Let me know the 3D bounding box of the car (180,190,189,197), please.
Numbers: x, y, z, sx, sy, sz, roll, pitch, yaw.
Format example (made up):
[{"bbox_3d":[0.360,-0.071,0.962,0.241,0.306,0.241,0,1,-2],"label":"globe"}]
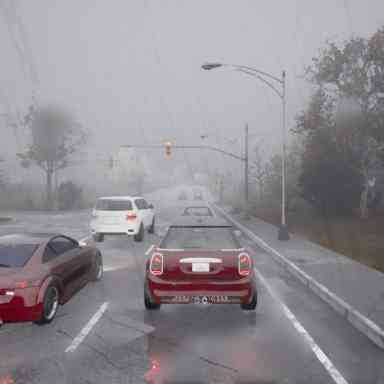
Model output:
[{"bbox_3d":[-1.915,0.354,85.556,2.033,1.411,5.357,0,3,1],"label":"car"}]

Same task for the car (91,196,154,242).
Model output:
[{"bbox_3d":[-3.246,1.221,16.543,2.150,2.045,5.566,0,0,3],"label":"car"}]

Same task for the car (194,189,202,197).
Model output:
[{"bbox_3d":[1.583,0.171,85.444,2.097,1.767,4.553,0,3,1],"label":"car"}]

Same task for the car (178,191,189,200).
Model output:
[{"bbox_3d":[-2.123,1.043,75.557,1.994,1.385,4.181,0,3,1],"label":"car"}]

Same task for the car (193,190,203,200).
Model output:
[{"bbox_3d":[1.377,1.015,75.483,1.812,1.442,4.674,0,3,1],"label":"car"}]

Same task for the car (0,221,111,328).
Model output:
[{"bbox_3d":[-3.337,1.564,7.125,1.994,1.385,4.181,0,0,0],"label":"car"}]

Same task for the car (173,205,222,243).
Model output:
[{"bbox_3d":[0.290,1.491,16.981,2.128,1.511,4.902,0,0,1],"label":"car"}]

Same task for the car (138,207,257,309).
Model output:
[{"bbox_3d":[0.173,1.352,8.005,2.097,1.767,4.553,0,0,1],"label":"car"}]
